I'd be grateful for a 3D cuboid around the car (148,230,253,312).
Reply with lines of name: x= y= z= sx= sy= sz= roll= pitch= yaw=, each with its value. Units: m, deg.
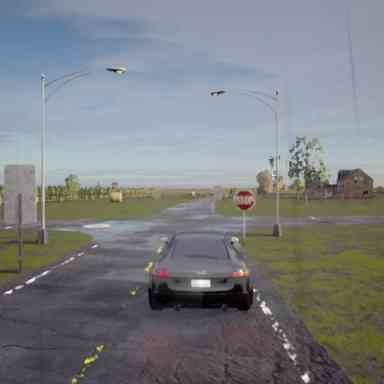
car: x=0.179 y=1.560 z=7.791 sx=1.994 sy=1.385 sz=4.181 roll=0 pitch=0 yaw=1
